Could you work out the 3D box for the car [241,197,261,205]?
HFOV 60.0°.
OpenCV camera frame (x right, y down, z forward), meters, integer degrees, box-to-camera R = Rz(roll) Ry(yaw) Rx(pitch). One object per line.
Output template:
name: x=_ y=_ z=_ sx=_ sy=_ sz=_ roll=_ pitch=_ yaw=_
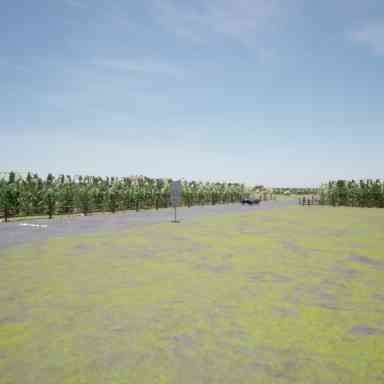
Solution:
car: x=10.115 y=1.573 z=56.885 sx=1.895 sy=1.301 sz=4.718 roll=0 pitch=0 yaw=31
